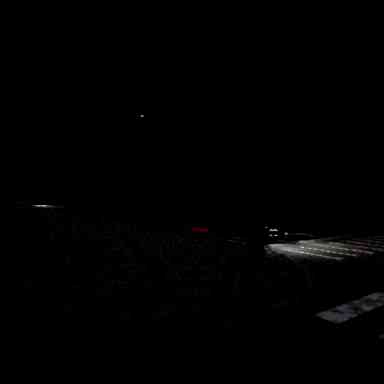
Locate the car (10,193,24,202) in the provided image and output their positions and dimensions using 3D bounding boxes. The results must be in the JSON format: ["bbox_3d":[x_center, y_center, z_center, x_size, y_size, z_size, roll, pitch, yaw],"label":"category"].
[{"bbox_3d":[-39.992,1.233,75.883,2.150,2.045,5.566,1,-1,-36],"label":"car"}]

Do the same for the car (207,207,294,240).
[{"bbox_3d":[2.695,1.545,16.452,1.837,1.490,4.892,1,0,-36],"label":"car"}]

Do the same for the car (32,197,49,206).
[{"bbox_3d":[-25.110,1.555,55.159,1.994,1.385,4.181,1,0,-36],"label":"car"}]
